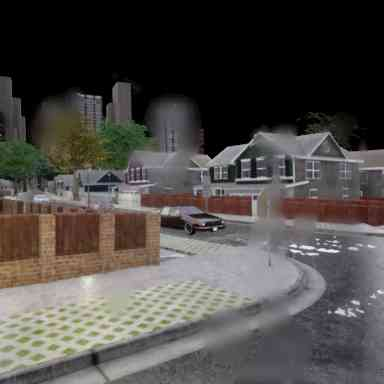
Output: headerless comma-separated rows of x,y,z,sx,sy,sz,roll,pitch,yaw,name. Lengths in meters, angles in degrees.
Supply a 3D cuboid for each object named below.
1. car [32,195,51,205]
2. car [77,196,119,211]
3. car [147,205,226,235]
-20.290,1.092,44.765,1.812,1.442,4.674,-2,1,-33,car
-7.825,1.133,27.359,2.097,1.767,4.553,-2,1,-38,car
-0.580,1.430,18.496,2.033,1.411,5.357,-2,2,-41,car
